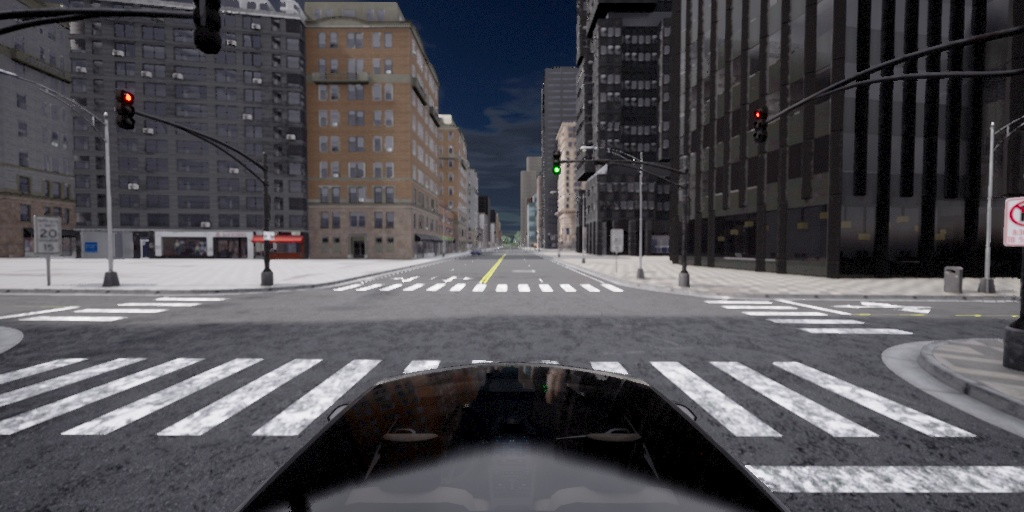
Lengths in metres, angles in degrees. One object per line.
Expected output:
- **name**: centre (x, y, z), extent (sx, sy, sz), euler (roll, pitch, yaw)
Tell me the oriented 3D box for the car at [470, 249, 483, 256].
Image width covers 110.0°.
- **car**: centre (-6.378, -0.632, 64.551), extent (1.895, 1.301, 4.718), euler (0, 2, 0)
